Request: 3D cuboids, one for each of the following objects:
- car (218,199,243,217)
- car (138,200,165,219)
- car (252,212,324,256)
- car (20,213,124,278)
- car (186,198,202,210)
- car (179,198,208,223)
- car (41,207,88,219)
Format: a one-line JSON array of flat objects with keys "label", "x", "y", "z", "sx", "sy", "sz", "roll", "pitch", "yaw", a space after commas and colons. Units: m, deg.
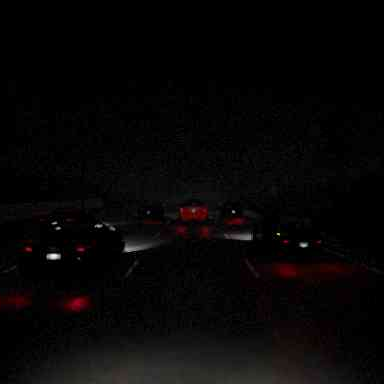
[{"label": "car", "x": 3.610, "y": 1.474, "z": 31.387, "sx": 1.837, "sy": 1.490, "sz": 4.892, "roll": 0, "pitch": 0, "yaw": 0}, {"label": "car", "x": -3.396, "y": 1.449, "z": 28.627, "sx": 1.882, "sy": 1.535, "sz": 5.008, "roll": 0, "pitch": 0, "yaw": 0}, {"label": "car", "x": 3.602, "y": 1.513, "z": 13.013, "sx": 1.812, "sy": 1.442, "sz": 4.674, "roll": 0, "pitch": 0, "yaw": 0}, {"label": "car", "x": -3.395, "y": 1.554, "z": 10.167, "sx": 1.994, "sy": 1.385, "sz": 4.181, "roll": 0, "pitch": 0, "yaw": 0}, {"label": "car", "x": 0.264, "y": 1.521, "z": 42.784, "sx": 1.994, "sy": 1.385, "sz": 4.181, "roll": 0, "pitch": 0, "yaw": 1}, {"label": "car", "x": 0.103, "y": 1.327, "z": 25.086, "sx": 2.097, "sy": 1.767, "sz": 4.553, "roll": 0, "pitch": 0, "yaw": 0}, {"label": "car", "x": -6.897, "y": 1.545, "z": 18.617, "sx": 1.994, "sy": 1.385, "sz": 4.181, "roll": 0, "pitch": 0, "yaw": 0}]
